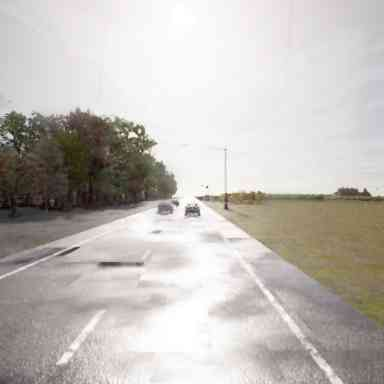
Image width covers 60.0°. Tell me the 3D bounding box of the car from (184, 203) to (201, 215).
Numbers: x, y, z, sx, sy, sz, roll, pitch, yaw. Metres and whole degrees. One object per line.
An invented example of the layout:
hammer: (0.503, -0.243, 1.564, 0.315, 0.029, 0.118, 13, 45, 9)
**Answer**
car: (0.059, 2.009, 40.136, 2.033, 1.411, 5.357, 0, -1, 0)

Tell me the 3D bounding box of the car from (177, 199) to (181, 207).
car: (-3.472, 2.278, 68.817, 1.837, 1.490, 4.892, 0, -2, 0)

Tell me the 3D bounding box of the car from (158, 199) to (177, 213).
car: (-3.444, 1.986, 44.214, 1.882, 1.535, 5.008, 0, -1, 0)
